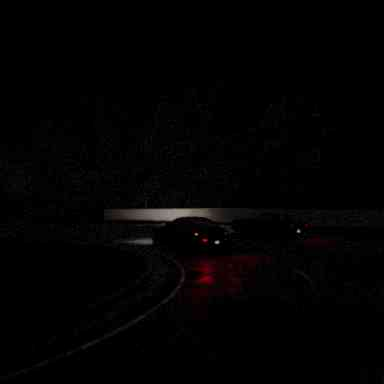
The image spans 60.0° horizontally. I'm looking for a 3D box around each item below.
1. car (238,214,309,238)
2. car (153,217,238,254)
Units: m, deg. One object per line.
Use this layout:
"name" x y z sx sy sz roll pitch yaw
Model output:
"car" 4.637 1.975 20.501 1.895 1.301 4.718 0 -2 -38
"car" -0.135 1.847 15.198 1.812 1.442 4.674 1 -2 -29
